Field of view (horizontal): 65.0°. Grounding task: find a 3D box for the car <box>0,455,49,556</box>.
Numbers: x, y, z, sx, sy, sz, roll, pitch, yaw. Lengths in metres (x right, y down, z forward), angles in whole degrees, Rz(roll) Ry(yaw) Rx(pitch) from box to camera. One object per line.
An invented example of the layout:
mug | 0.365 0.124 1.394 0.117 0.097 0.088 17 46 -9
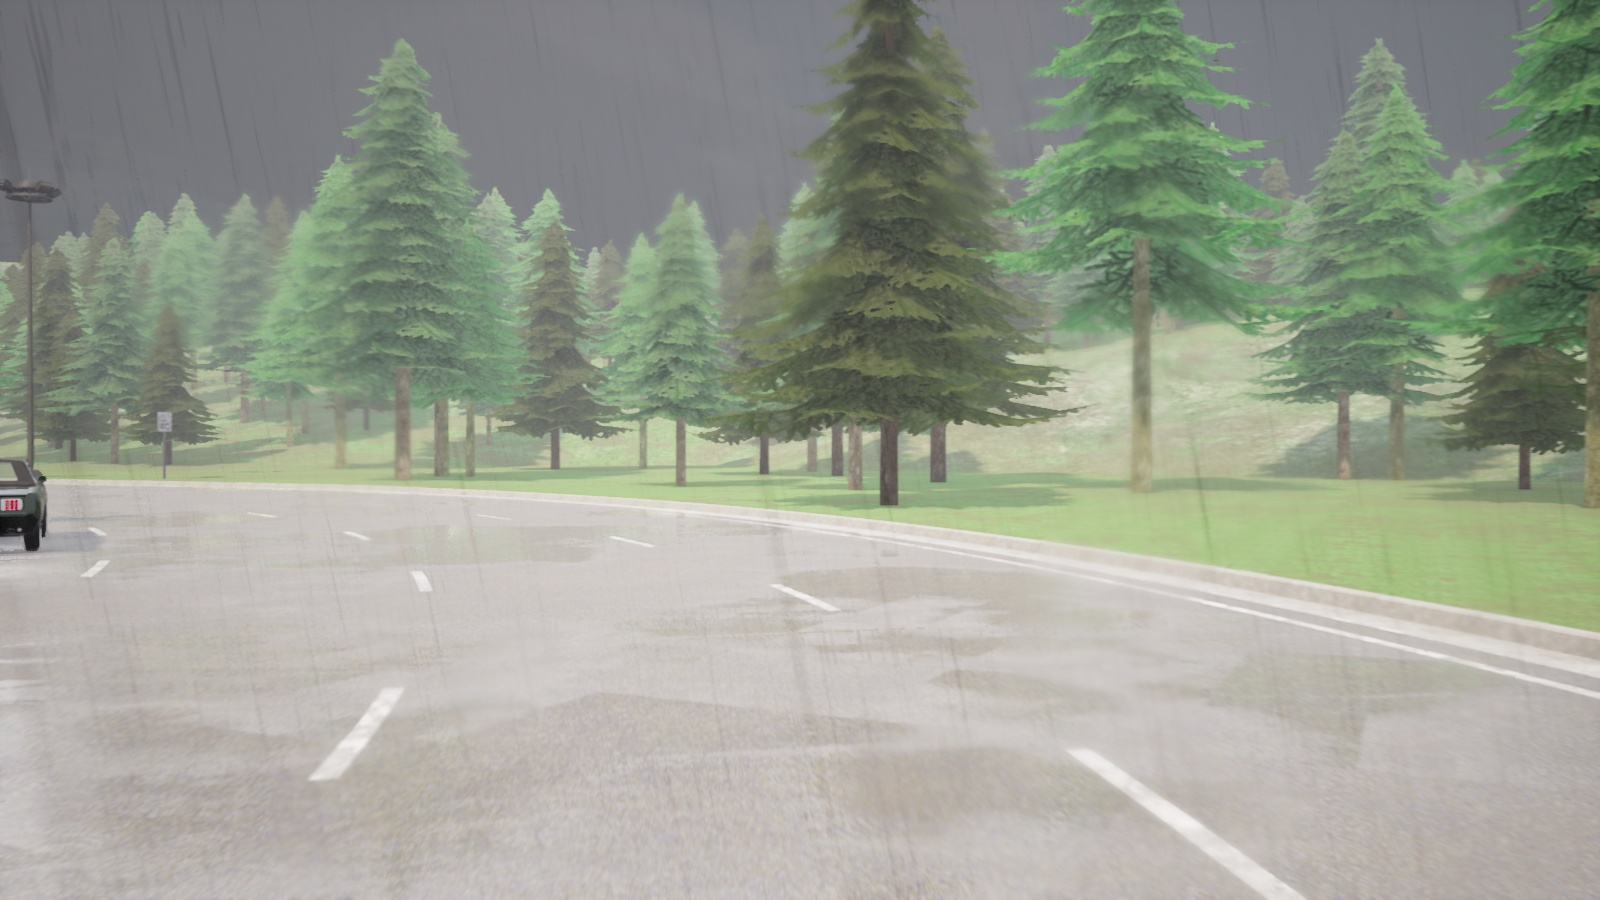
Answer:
car | -12.205 0.742 18.481 1.895 1.301 4.718 0 0 -30
